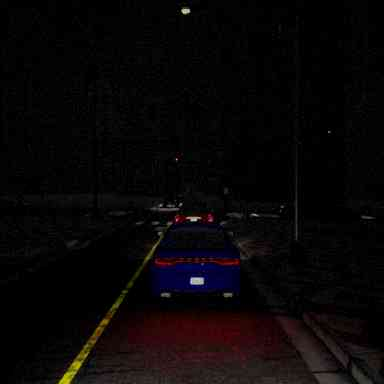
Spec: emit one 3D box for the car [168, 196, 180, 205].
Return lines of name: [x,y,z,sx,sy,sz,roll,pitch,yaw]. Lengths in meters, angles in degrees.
car: [-3.101,1.526,59.183,1.812,1.442,4.674,0,0,1]

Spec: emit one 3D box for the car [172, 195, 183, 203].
car: [-3.034,1.493,69.501,2.128,1.511,4.902,0,0,0]

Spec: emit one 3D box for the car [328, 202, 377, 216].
car: [17.773,1.842,36.925,4.403,1.369,2.008,1,-1,0]

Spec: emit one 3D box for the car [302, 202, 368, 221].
car: [12.125,1.775,28.398,4.313,1.339,1.947,1,-1,0]

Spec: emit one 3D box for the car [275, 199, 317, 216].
car: [10.940,1.539,34.247,4.553,1.767,2.097,1,0,0]

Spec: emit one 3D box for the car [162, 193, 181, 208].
car: [-3.111,1.222,49.351,2.150,2.045,5.566,0,0,0]

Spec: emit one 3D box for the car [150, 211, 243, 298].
car: [0.098,1.477,8.556,1.882,1.535,5.008,0,0,0]

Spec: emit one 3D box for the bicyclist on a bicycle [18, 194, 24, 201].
bicyclist on a bicycle: [-20.511,1.030,39.775,0.582,1.620,1.656,1,0,0]

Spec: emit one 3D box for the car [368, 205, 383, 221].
car: [17.938,1.824,28.401,4.829,1.417,1.752,1,-1,0]

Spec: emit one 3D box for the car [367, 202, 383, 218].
car: [20.854,1.867,34.251,4.674,1.442,1.812,1,0,0]

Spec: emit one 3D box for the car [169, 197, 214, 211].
car: [0.114,1.352,17.710,2.097,1.767,4.553,0,0,1]

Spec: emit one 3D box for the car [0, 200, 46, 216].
car: [-14.784,1.367,28.293,4.403,1.369,2.008,1,-1,0]
